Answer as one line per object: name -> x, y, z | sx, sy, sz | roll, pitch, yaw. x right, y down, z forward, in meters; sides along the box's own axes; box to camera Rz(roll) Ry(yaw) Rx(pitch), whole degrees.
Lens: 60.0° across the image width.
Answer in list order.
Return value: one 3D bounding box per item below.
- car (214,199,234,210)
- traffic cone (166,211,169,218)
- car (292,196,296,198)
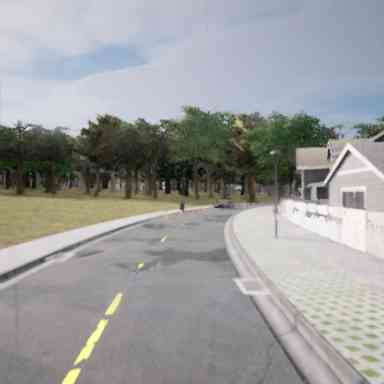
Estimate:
car -> 4.437, 1.684, 45.216 | 1.994, 1.385, 4.181 | -1, -1, 20
traffic cone -> -2.159, 1.973, 28.970 | 0.340, 0.580, 0.340 | 0, 0, 11
car -> 25.238, 1.842, 82.651 | 1.882, 1.535, 5.008 | -1, -1, 38
